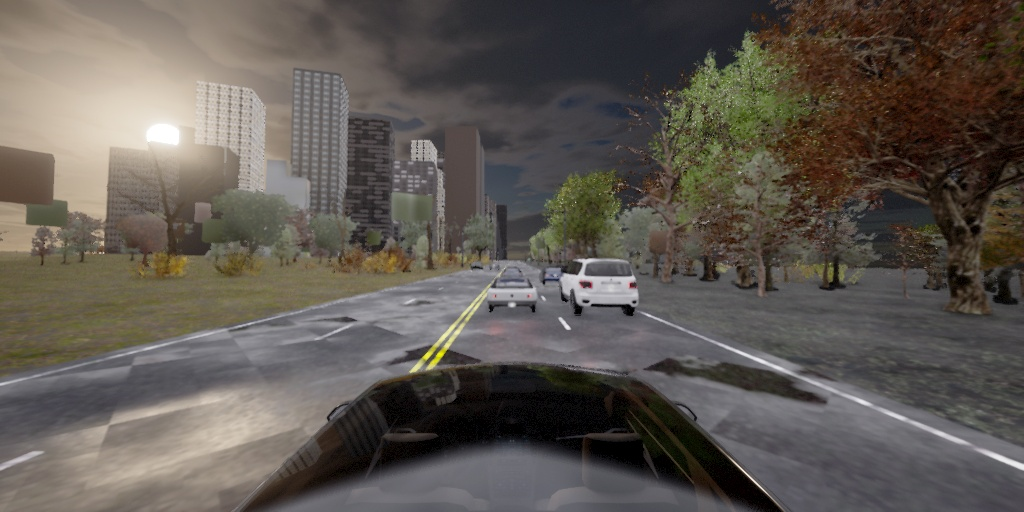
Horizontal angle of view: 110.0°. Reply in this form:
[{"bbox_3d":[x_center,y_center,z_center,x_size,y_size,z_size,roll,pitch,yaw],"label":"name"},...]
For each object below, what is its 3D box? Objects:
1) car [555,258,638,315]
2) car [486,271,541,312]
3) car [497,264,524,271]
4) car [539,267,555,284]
[{"bbox_3d":[3.269,1.101,14.447,2.150,2.045,5.566,1,0,0],"label":"car"},{"bbox_3d":[0.017,1.500,15.132,1.895,1.301,4.718,0,-1,0],"label":"car"},{"bbox_3d":[0.024,1.621,30.351,1.994,1.385,4.181,0,0,0],"label":"car"},{"bbox_3d":[3.267,1.565,29.447,2.033,1.411,5.357,0,-1,0],"label":"car"}]
